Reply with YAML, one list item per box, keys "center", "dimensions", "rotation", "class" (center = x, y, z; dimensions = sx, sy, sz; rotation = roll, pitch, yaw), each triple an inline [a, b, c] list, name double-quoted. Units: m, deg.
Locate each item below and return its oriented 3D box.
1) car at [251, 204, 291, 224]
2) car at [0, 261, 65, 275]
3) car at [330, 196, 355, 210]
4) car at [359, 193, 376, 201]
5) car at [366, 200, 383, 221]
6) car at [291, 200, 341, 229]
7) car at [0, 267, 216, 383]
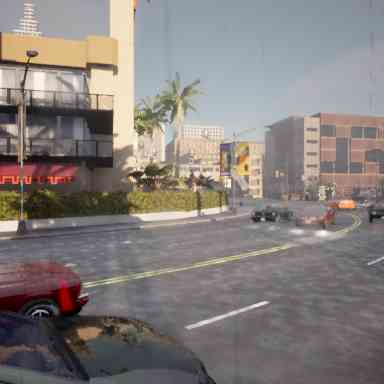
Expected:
- center: [6.043, 1.587, 24.785]
  dimensions: [1.895, 1.301, 4.718]
  rotation: [0, 0, 32]
  class: "car"
- center: [-4.038, 1.596, 4.801]
  dimensions: [4.718, 1.301, 1.895]
  rotation: [0, 0, -35]
  class: "car"
- center: [18.774, 1.332, 42.209]
  dimensions: [2.097, 1.767, 4.553]
  rotation: [0, 0, 4]
  class: "car"
- center: [36.605, 1.225, 70.992]
  dimensions: [2.185, 1.767, 4.553]
  rotation: [0, 0, -14]
  class: "car"
- center: [15.081, 1.590, 26.551]
  dimensions: [1.895, 1.301, 4.718]
  rotation: [0, 0, 25]
  class: "car"
- center: [8.262, 1.515, 21.926]
  dimensions: [1.812, 1.442, 4.674]
  rotation: [0, 0, 33]
  class: "car"
- center: [-1.783, 1.561, 2.224]
  dimensions: [4.181, 1.385, 1.994]
  rotation: [0, 0, -36]
  class: "car"
